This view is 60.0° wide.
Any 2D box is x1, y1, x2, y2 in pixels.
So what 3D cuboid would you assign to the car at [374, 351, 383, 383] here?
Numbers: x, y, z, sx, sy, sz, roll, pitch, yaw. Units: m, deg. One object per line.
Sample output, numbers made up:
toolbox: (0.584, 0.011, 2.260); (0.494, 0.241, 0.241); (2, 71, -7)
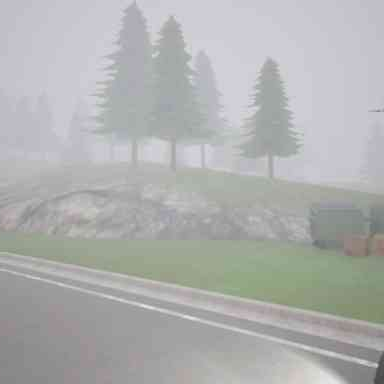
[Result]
car: (3.193, 1.546, 1.715); (4.181, 1.385, 1.994); (-1, 0, 35)
